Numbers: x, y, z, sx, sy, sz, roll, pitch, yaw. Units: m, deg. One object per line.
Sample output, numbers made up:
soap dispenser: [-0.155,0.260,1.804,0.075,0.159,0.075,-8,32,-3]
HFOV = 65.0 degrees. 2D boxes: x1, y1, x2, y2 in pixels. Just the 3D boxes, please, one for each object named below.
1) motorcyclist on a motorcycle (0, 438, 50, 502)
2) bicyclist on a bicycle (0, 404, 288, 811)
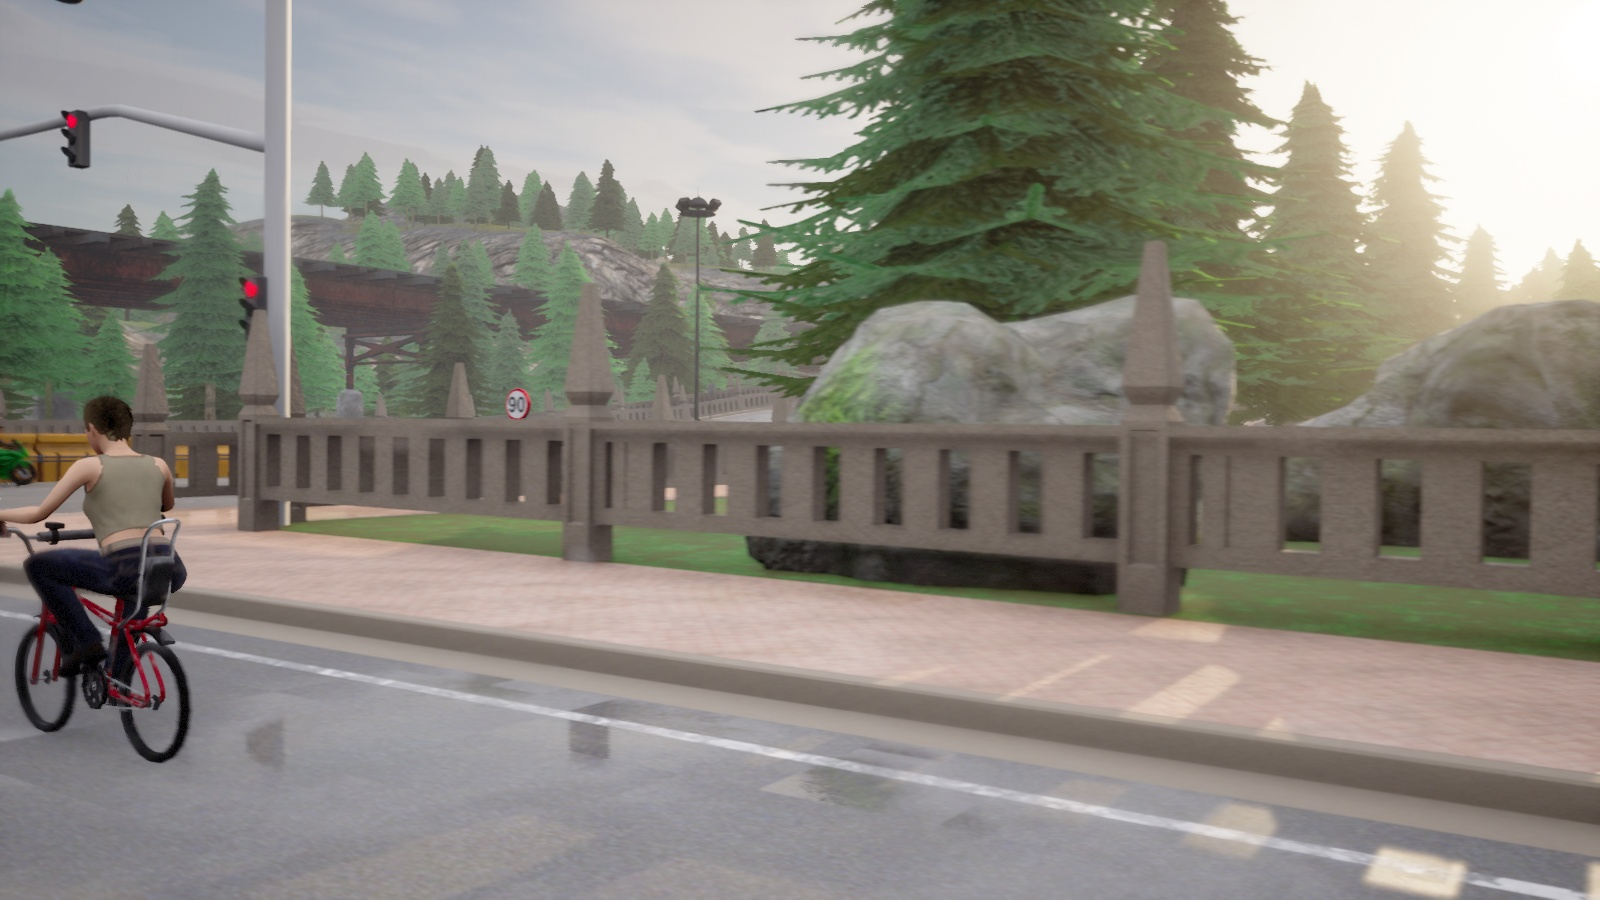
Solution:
motorcyclist on a motorcycle: [-19.198,0.478,30.008,0.797,1.523,2.044,0,0,34]
bicyclist on a bicycle: [-3.197,0.619,5.742,1.509,1.612,0.866,0,1,34]
